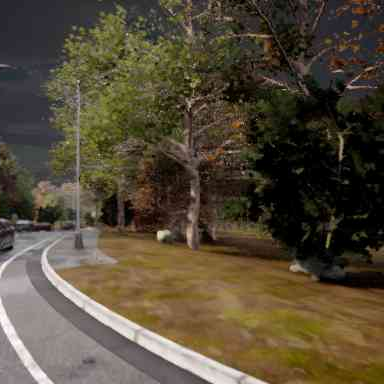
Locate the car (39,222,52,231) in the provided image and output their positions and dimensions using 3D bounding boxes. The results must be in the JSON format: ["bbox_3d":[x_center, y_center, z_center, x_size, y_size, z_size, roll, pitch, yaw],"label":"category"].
[{"bbox_3d":[-22.377,5.209,49.895,1.895,1.301,4.718,0,-6,-14],"label":"car"}]

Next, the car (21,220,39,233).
[{"bbox_3d":[-19.271,3.920,38.156,1.812,1.442,4.674,0,-6,-15],"label":"car"}]

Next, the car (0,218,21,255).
[{"bbox_3d":[-8.850,1.891,14.084,1.837,1.490,4.892,0,-3,-18],"label":"car"}]

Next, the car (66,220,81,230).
[{"bbox_3d":[-21.328,5.915,59.863,2.097,1.767,4.553,0,-6,-14],"label":"car"}]

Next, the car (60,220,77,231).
[{"bbox_3d":[-18.694,5.065,50.204,1.837,1.490,4.892,0,-6,-15],"label":"car"}]

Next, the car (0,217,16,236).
[{"bbox_3d":[-16.735,2.957,28.549,1.812,1.442,4.674,0,-5,-15],"label":"car"}]
